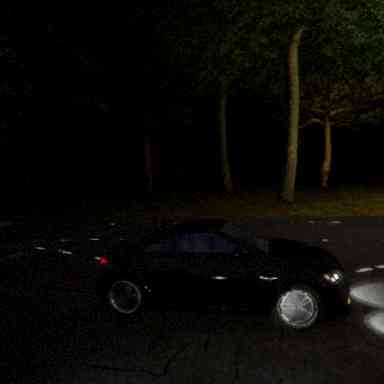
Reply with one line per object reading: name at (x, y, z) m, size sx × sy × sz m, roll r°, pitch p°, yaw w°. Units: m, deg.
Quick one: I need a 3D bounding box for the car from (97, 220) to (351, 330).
car at (0.484, 1.229, 5.903) m, size 4.181 × 1.385 × 1.994 m, roll -1°, pitch 4°, yaw 13°
